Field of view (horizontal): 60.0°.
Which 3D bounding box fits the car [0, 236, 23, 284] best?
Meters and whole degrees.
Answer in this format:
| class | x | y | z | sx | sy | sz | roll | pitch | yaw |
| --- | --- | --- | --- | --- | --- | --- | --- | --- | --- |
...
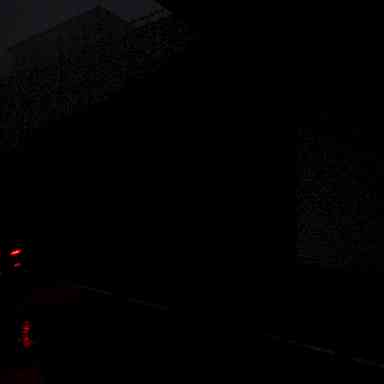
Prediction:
| class | x | y | z | sx | sy | sz | roll | pitch | yaw |
| --- | --- | --- | --- | --- | --- | --- | --- | --- | --- |
| car | -6.016 | 1.525 | 8.284 | 4.674 | 1.442 | 1.812 | 0 | 0 | 36 |
